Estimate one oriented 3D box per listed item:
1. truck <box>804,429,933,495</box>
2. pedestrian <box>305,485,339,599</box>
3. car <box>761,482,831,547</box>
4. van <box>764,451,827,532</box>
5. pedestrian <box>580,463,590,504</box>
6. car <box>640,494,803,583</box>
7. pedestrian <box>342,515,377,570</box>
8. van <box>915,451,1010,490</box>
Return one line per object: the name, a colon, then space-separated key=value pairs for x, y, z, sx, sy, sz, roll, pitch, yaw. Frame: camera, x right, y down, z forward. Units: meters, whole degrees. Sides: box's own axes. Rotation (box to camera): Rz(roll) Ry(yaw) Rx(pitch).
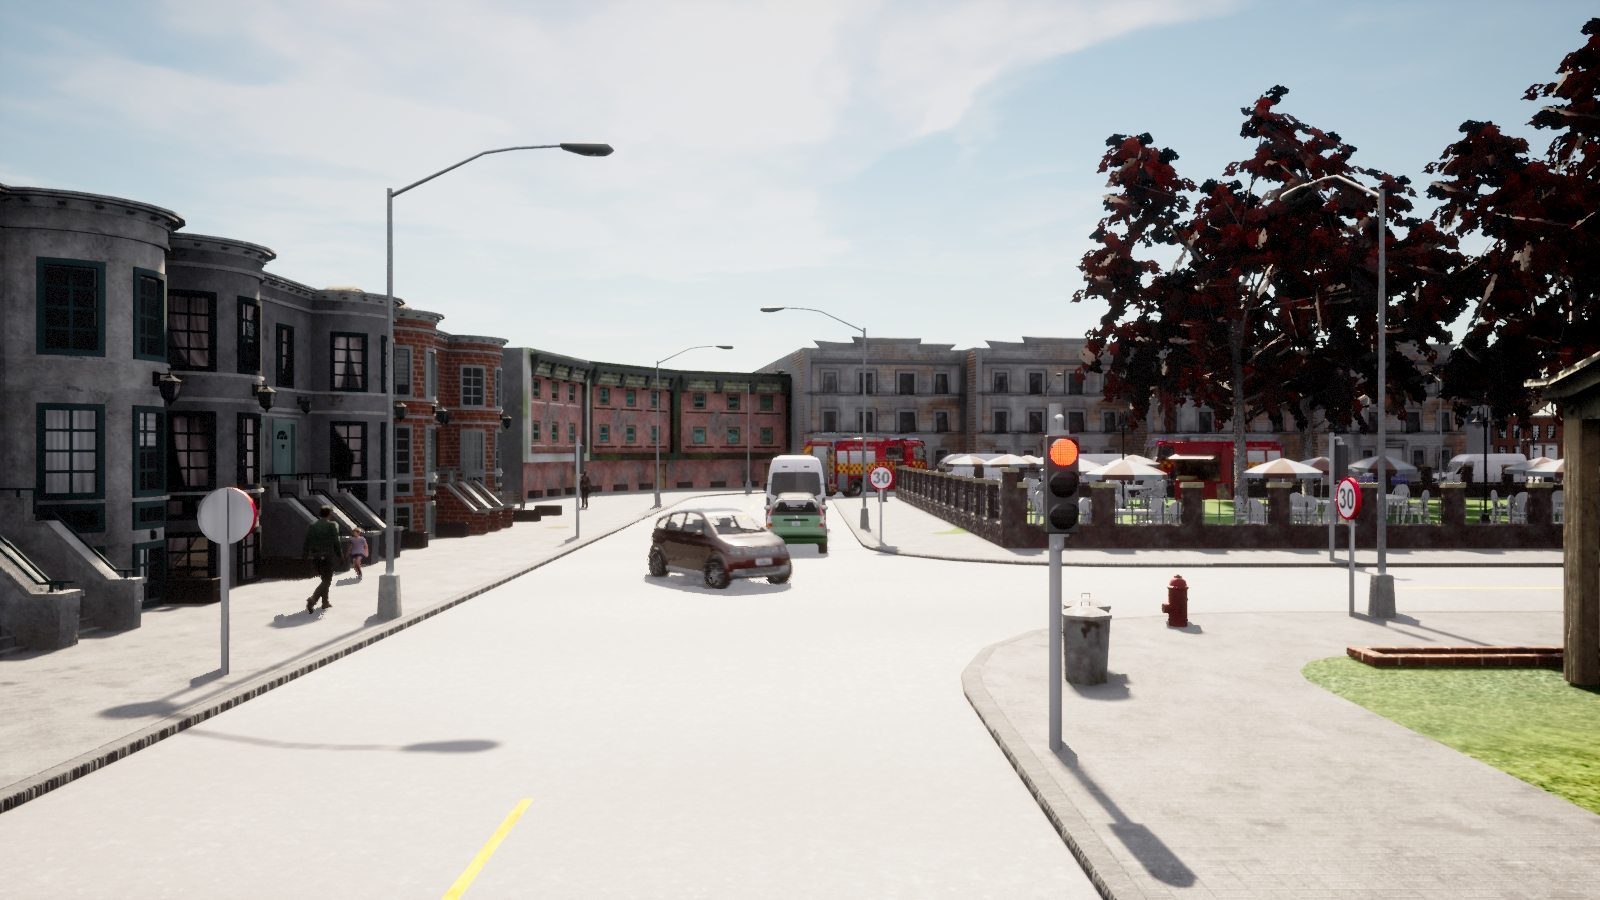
truck: x=4.295 y=0.672 z=70.228 sx=8.468 sy=3.827 sz=2.891 roll=0 pitch=0 yaw=-43
pedestrian: x=-7.972 y=1.524 z=19.048 sx=0.375 sy=1.860 sz=0.375 roll=0 pitch=0 yaw=9
car: x=-0.119 y=1.779 z=32.373 sx=1.851 sy=1.617 sz=3.988 roll=0 pitch=0 yaw=0
van: x=-0.147 y=1.315 z=39.074 sx=1.988 sy=2.561 sz=5.915 roll=0 pitch=0 yaw=0
pedestrian: x=-9.804 y=1.525 z=52.124 sx=0.375 sy=1.860 sz=0.375 roll=0 pitch=0 yaw=2
car: x=-1.744 y=1.805 z=24.302 sx=1.789 sy=1.549 sz=3.705 roll=-1 pitch=1 yaw=-35
pedestrian: x=-9.105 y=1.904 z=23.608 sx=0.500 sy=1.100 sz=0.500 roll=0 pitch=0 yaw=8
van: x=10.550 y=1.314 z=74.428 sx=5.915 sy=2.561 sz=1.988 roll=0 pitch=0 yaw=0
